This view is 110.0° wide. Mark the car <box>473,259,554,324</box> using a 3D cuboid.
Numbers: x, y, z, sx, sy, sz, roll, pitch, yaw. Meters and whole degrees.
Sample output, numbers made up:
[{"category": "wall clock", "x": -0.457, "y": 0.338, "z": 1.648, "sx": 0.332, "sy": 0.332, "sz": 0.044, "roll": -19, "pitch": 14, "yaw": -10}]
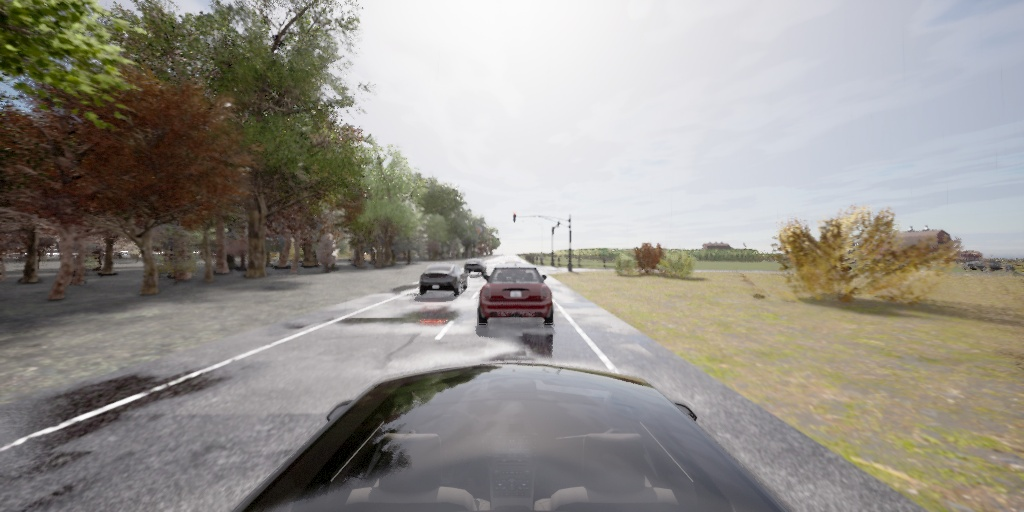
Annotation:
[{"category": "car", "x": 0.103, "y": 1.016, "z": 11.665, "sx": 2.097, "sy": 1.767, "sz": 4.553, "roll": 0, "pitch": 1, "yaw": 0}]

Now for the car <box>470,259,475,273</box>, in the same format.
[{"category": "car", "x": -3.391, "y": 0.980, "z": 33.445, "sx": 1.837, "sy": 1.490, "sz": 4.892, "roll": 0, "pitch": 1, "yaw": 0}]

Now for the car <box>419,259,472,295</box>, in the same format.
[{"category": "car", "x": -3.396, "y": 1.111, "z": 18.382, "sx": 1.837, "sy": 1.490, "sz": 4.892, "roll": 0, "pitch": 0, "yaw": 0}]

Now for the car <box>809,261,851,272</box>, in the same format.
[{"category": "car", "x": 42.395, "y": 1.206, "z": 48.076, "sx": 4.553, "sy": 1.767, "sz": 2.097, "roll": 1, "pitch": 0, "yaw": 1}]

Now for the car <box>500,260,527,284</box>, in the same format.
[{"category": "car", "x": 0.107, "y": 1.066, "z": 25.875, "sx": 1.812, "sy": 1.442, "sz": 4.674, "roll": 0, "pitch": 0, "yaw": 0}]

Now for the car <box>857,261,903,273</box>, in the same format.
[{"category": "car", "x": 45.837, "y": 1.356, "z": 44.508, "sx": 4.902, "sy": 1.511, "sz": 2.128, "roll": 1, "pitch": 0, "yaw": 0}]
